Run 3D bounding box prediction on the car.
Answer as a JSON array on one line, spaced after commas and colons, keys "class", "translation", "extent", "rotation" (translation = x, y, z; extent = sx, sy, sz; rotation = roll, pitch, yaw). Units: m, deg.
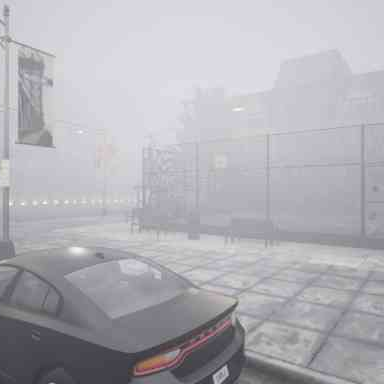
[{"class": "car", "translation": [-1.763, 1.480, 4.390], "extent": [5.008, 1.535, 2.097], "rotation": [0, 0, 35]}]
